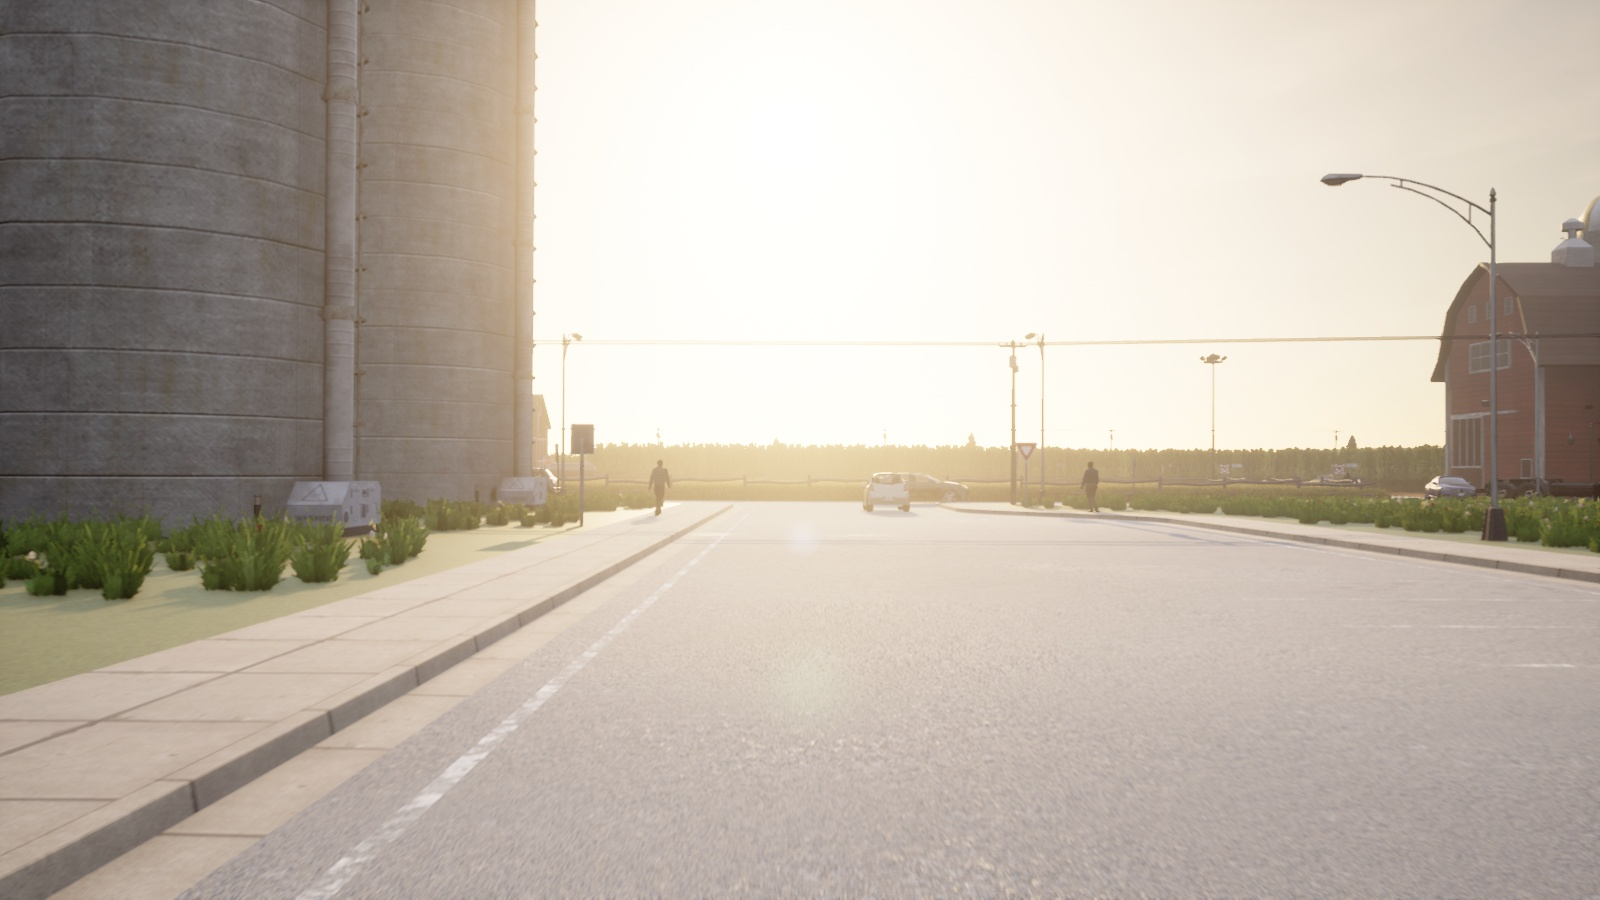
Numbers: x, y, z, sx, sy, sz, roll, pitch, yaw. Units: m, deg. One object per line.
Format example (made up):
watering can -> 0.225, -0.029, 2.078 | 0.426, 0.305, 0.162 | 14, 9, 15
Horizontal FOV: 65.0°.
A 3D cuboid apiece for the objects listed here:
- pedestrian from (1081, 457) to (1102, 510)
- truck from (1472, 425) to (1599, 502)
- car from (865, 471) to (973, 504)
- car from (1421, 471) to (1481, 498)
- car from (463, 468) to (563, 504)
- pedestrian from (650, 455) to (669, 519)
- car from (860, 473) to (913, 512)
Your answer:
pedestrian -> 10.185, 1.164, 43.900 | 0.370, 1.835, 0.726 | 0, -1, -16
truck -> 36.048, 0.642, 58.410 | 2.891, 3.462, 7.936 | 0, -1, -38
car -> 5.605, 1.746, 59.573 | 4.902, 1.511, 2.128 | 0, -1, 1
car -> 35.517, 1.847, 68.627 | 1.812, 1.442, 4.674 | 0, -1, 14
car -> -14.428, 1.791, 63.325 | 4.553, 1.767, 2.097 | 0, -1, 1
pedestrian -> -4.375, 1.141, 39.040 | 0.423, 1.949, 0.788 | 0, -1, 5
car -> 3.382, 1.645, 49.557 | 1.845, 1.501, 3.633 | 0, -1, 0
